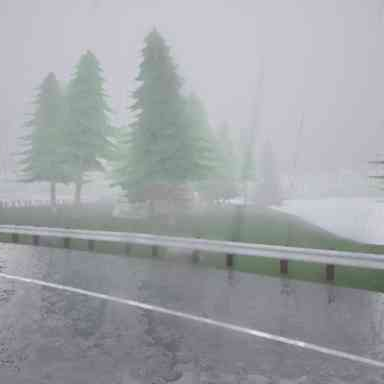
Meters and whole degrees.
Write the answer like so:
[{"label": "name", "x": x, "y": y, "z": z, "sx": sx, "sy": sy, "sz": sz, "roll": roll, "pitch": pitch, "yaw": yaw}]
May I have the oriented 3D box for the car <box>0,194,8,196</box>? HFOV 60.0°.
[{"label": "car", "x": -47.247, "y": 1.230, "z": 82.669, "sx": 1.812, "sy": 1.442, "sz": 4.674, "roll": 0, "pitch": 0, "yaw": -6}]
